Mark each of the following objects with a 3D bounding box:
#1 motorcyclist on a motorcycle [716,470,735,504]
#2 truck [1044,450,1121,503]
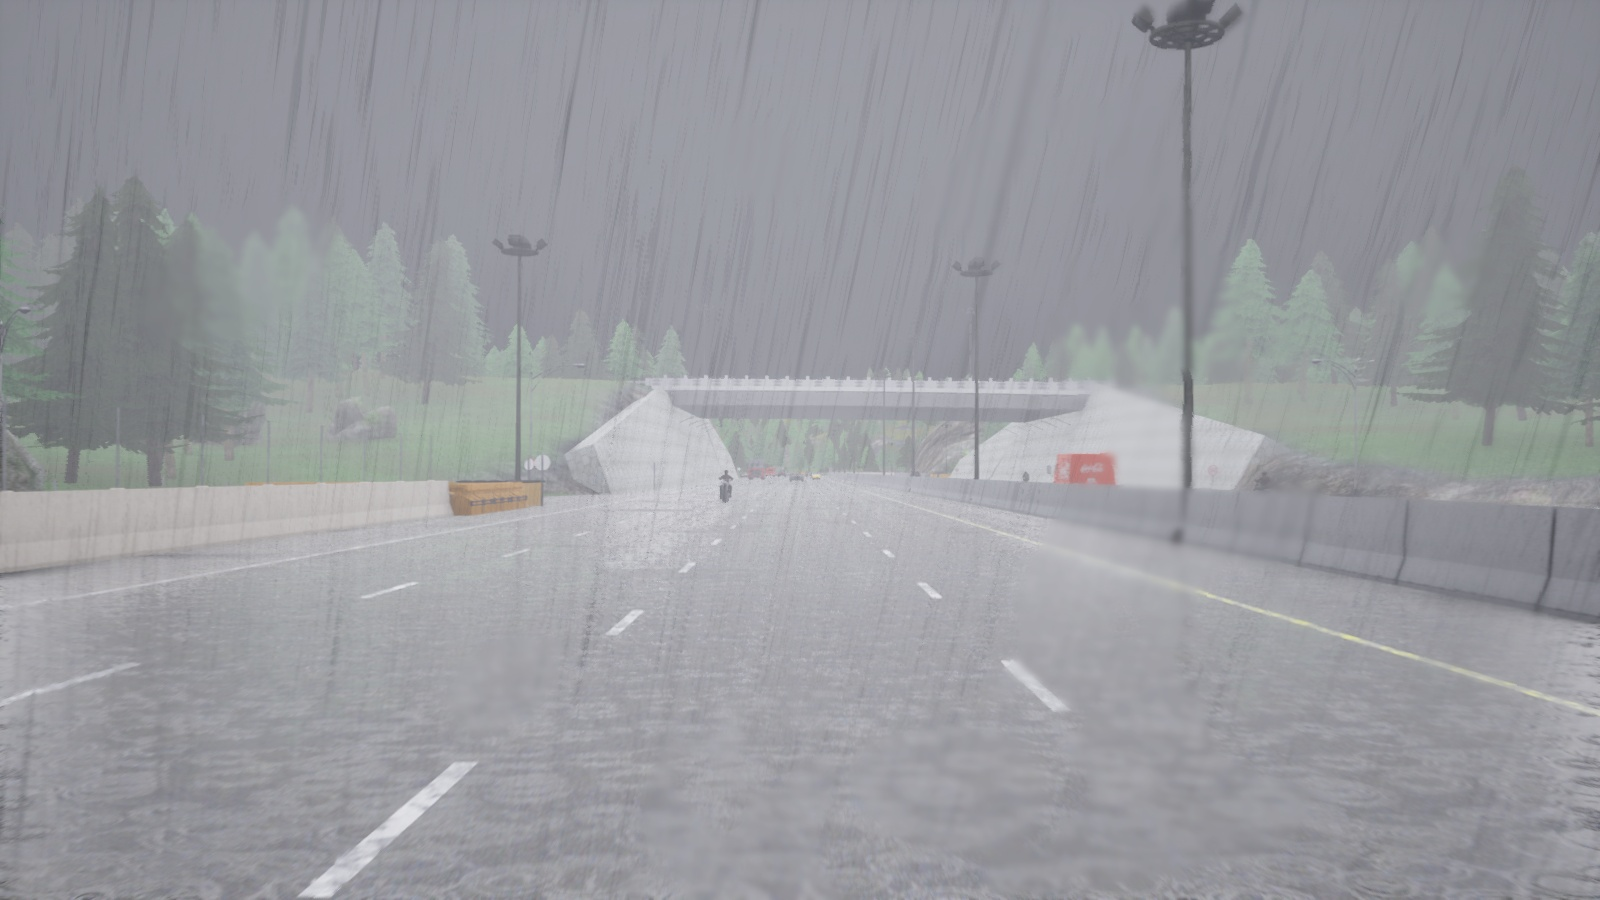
[{"bbox_3d":[-3.650,1.807,61.805,0.766,1.649,2.350,0,-1,0],"label":"motorcyclist on a motorcycle"},{"bbox_3d":[13.848,1.302,61.887,2.627,2.467,5.204,0,-1,0],"label":"truck"}]
